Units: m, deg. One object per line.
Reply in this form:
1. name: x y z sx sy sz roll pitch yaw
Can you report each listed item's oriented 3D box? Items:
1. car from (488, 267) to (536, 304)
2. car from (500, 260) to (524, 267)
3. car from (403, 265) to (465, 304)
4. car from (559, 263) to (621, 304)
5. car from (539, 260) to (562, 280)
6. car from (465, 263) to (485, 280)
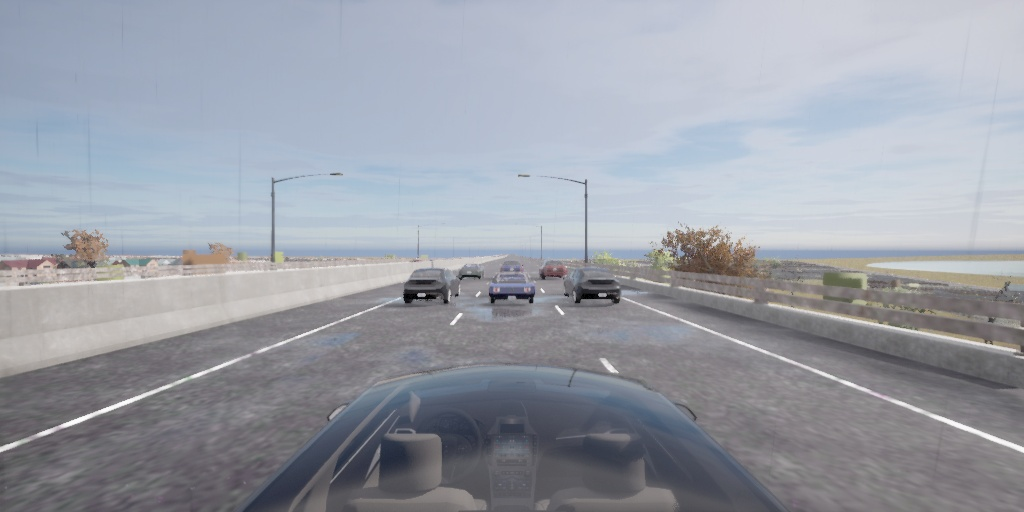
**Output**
1. car: 0.000 1.360 16.312 1.895 1.301 4.718 0 0 0
2. car: 0.000 1.105 31.255 2.097 1.767 4.553 0 0 0
3. car: -3.500 1.260 16.283 1.837 1.490 4.892 0 0 0
4. car: 3.500 1.260 16.282 1.837 1.490 4.892 0 0 0
5. car: 3.500 1.105 31.254 2.097 1.767 4.553 0 0 0
6. car: -3.500 1.311 31.285 1.994 1.385 4.181 0 0 0
